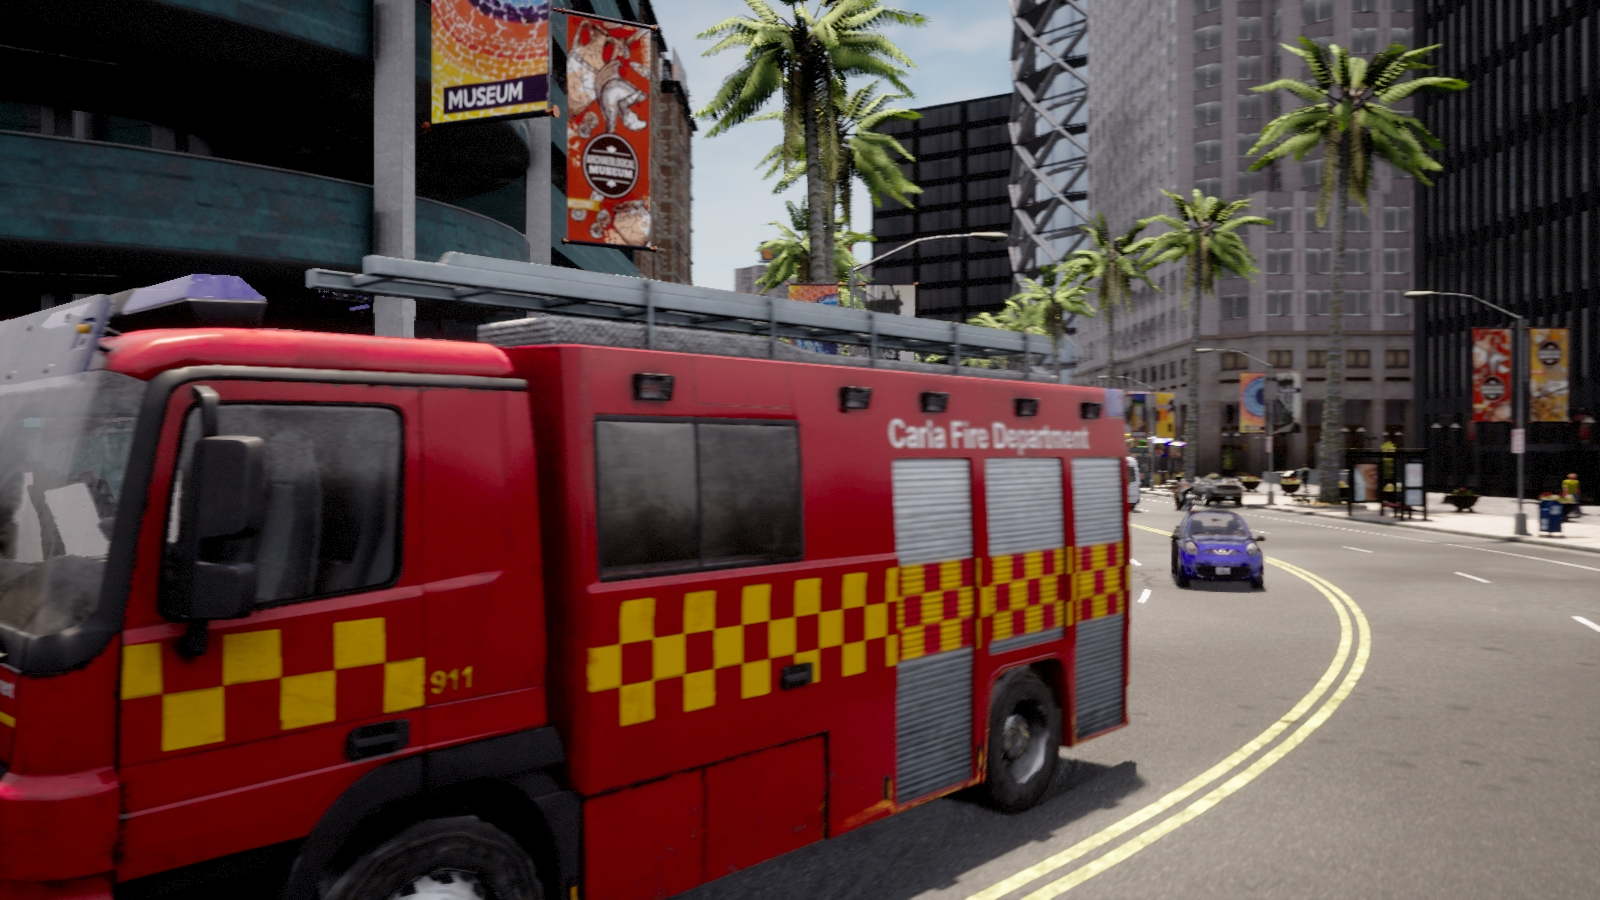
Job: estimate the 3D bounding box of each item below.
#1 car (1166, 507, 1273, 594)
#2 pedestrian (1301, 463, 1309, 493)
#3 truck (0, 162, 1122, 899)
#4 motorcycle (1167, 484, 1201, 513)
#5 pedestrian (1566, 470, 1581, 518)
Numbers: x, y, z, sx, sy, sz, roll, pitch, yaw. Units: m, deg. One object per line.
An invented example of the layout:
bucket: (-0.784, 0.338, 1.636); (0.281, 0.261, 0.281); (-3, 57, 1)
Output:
car: (8.838, 2.059, 24.308); (1.845, 1.501, 3.633); (0, 0, 15)
pedestrian: (31.763, 1.764, 71.836); (0.375, 1.860, 0.375); (0, 0, 1)
truck: (-1.067, 0.901, 8.051); (2.891, 3.827, 8.468); (0, 0, 43)
motorcycle: (18.018, 2.253, 53.665); (0.867, 1.251, 2.209); (0, 0, 1)
pedestrian: (30.359, 1.731, 44.844); (0.375, 1.860, 0.375); (0, 0, 8)
